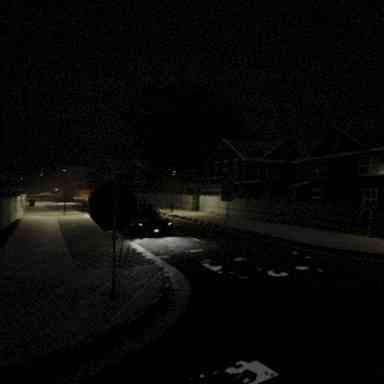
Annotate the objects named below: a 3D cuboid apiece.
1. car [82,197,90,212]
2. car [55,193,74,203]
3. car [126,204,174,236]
[{"bbox_3d":[-9.081,1.155,31.321,1.895,1.301,4.718,1,1,-27],"label":"car"},{"bbox_3d":[-18.372,0.807,47.841,1.994,1.385,4.181,1,1,-34],"label":"car"},{"bbox_3d":[-2.691,1.327,17.497,2.033,1.411,5.357,1,1,-24],"label":"car"}]
